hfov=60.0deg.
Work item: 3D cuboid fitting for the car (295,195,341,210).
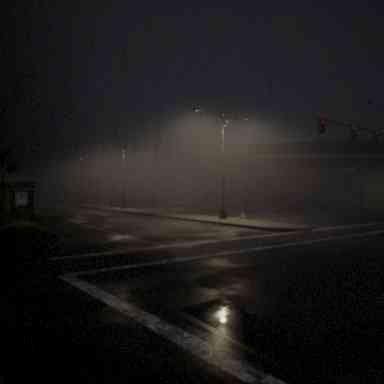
[{"bbox_3d":[14.054,1.218,38.208,2.242,1.667,4.611,0,0,-35],"label":"car"}]

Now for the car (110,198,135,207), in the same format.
[{"bbox_3d":[-10.925,1.534,50.834,1.994,1.385,4.181,0,0,-35],"label":"car"}]

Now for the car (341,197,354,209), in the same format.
[{"bbox_3d":[18.321,1.363,42.130,1.970,1.475,3.806,0,0,-35],"label":"car"}]

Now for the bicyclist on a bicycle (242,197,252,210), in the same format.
[{"bbox_3d":[6.478,1.370,39.853,1.656,1.620,0.582,-6,-7,-37],"label":"bicyclist on a bicycle"}]

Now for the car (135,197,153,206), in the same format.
[{"bbox_3d":[-8.059,1.508,52.843,2.033,1.411,5.357,0,0,-35],"label":"car"}]
